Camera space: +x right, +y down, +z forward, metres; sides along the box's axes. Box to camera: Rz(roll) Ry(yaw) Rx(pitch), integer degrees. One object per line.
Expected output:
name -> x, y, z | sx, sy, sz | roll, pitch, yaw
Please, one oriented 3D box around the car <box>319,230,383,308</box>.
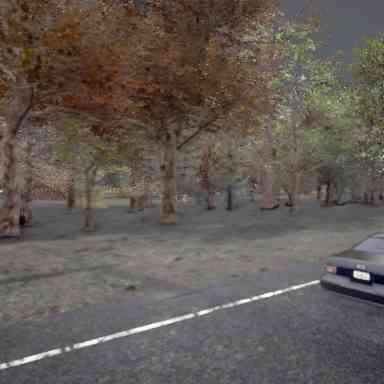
car -> 5.047, 1.517, 7.351 | 5.357, 1.411, 2.033 | 0, 0, -36
